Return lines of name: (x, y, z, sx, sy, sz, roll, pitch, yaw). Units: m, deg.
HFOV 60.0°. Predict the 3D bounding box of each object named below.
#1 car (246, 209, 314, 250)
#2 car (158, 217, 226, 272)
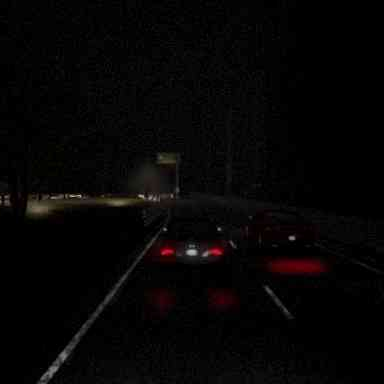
car: (3.534, 1.451, 14.147, 1.882, 1.535, 5.008, 0, 0, 0)
car: (0.006, 1.527, 10.682, 2.033, 1.411, 5.357, 0, 0, 0)
